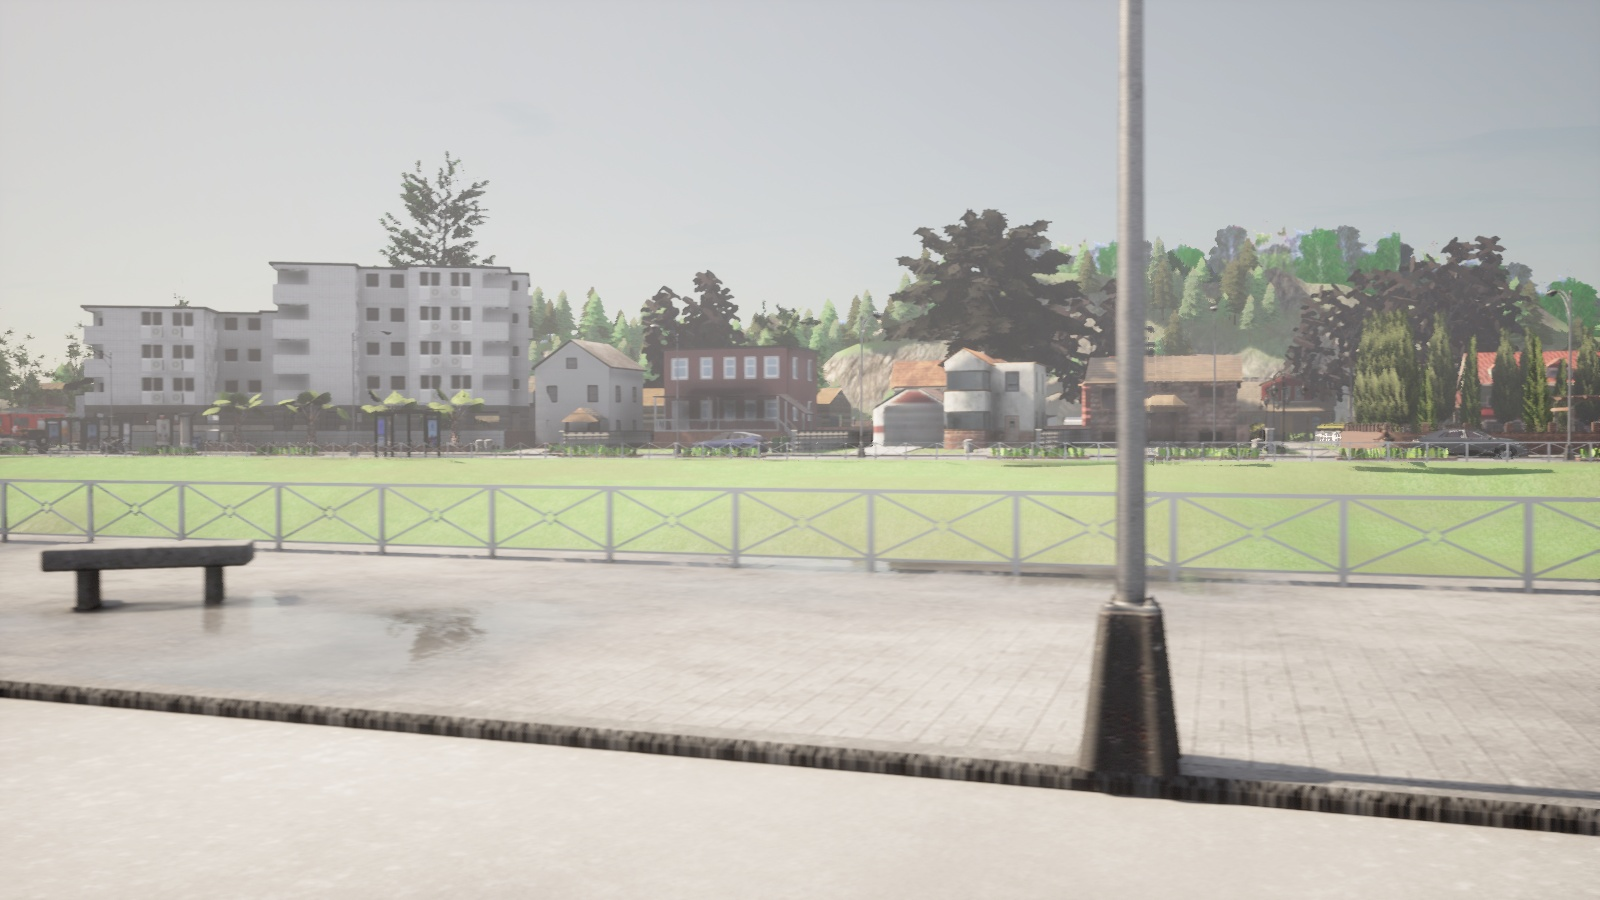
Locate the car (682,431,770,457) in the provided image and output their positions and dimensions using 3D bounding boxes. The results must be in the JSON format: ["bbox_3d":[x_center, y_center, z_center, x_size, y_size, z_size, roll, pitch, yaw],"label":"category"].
[{"bbox_3d":[-4.378,-0.383,74.502,4.792,1.488,2.163,1,1,19],"label":"car"}]

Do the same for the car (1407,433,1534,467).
[{"bbox_3d":[31.065,-0.035,58.348,4.902,1.511,2.128,1,1,19],"label":"car"}]
